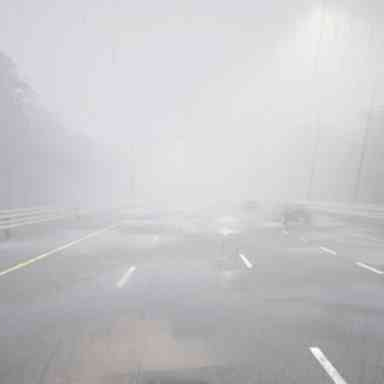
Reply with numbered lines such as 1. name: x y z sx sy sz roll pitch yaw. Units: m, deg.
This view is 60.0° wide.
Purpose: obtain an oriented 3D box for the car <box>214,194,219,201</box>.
1. car: 7.425 1.562 87.243 1.812 1.442 4.674 0 0 1

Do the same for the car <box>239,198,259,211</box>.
1. car: 7.100 1.523 41.508 1.882 1.535 5.008 0 0 0

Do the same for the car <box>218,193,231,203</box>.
1. car: 7.294 1.567 72.210 1.812 1.442 4.674 0 0 0

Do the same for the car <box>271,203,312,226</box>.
1. car: 7.034 1.521 23.825 1.837 1.490 4.892 0 0 0
